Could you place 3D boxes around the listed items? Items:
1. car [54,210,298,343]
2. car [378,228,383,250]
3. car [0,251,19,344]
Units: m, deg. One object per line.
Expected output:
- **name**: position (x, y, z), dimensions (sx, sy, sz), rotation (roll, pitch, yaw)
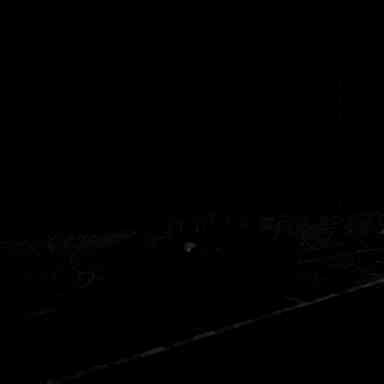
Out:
- **car**: position (0.013, 1.331, 6.653), dimensions (5.009, 1.841, 2.192), rotation (0, 0, -35)
- **car**: position (9.149, 1.506, 13.165), dimensions (4.097, 1.590, 1.967), rotation (0, 0, -35)
- **car**: position (-4.554, 1.307, 3.398), dimensions (5.009, 1.841, 2.192), rotation (0, 0, -35)
